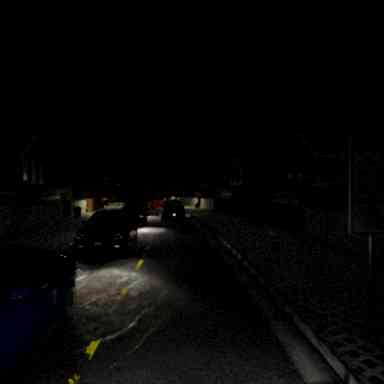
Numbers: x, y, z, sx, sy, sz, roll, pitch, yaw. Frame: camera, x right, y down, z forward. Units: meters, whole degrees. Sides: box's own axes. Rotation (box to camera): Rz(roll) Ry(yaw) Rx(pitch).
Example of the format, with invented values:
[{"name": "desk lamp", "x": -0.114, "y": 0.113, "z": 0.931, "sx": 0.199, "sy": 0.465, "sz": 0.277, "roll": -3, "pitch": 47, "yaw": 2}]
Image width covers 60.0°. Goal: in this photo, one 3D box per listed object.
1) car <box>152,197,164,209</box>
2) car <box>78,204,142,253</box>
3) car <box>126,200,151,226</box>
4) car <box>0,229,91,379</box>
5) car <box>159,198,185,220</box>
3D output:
[{"name": "car", "x": -4.901, "y": 1.512, "z": 49.009, "sx": 2.097, "sy": 1.767, "sz": 4.553, "roll": 0, "pitch": -1, "yaw": -11}, {"name": "car", "x": -3.345, "y": 1.482, "z": 13.764, "sx": 1.882, "sy": 1.535, "sz": 5.008, "roll": 0, "pitch": 0, "yaw": -4}, {"name": "car", "x": -4.122, "y": 1.517, "z": 23.738, "sx": 1.837, "sy": 1.490, "sz": 4.892, "roll": 0, "pitch": 0, "yaw": -6}, {"name": "car", "x": -2.980, "y": 1.529, "z": 4.505, "sx": 1.812, "sy": 1.442, "sz": 4.674, "roll": 0, "pitch": 0, "yaw": -2}, {"name": "car", "x": -1.636, "y": 1.518, "z": 28.176, "sx": 1.837, "sy": 1.490, "sz": 4.892, "roll": 0, "pitch": 0, "yaw": -6}]
